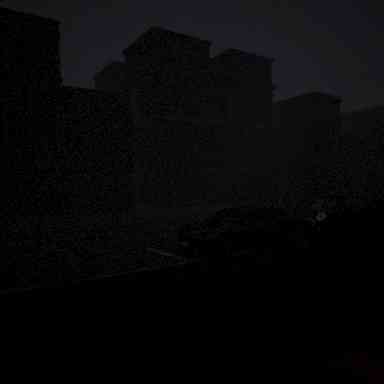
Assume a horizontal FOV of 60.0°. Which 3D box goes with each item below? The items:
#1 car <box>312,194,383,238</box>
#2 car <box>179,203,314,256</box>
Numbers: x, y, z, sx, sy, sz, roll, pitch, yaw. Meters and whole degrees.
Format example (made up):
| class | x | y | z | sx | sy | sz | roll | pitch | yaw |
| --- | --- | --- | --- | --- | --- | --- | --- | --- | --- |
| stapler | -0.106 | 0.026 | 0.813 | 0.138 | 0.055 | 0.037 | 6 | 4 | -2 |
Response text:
| class | x | y | z | sx | sy | sz | roll | pitch | yaw |
| --- | --- | --- | --- | --- | --- | --- | --- | --- | --- |
| car | 6.358 | 0.980 | 15.127 | 4.553 | 1.767 | 2.185 | -1 | 0 | -33 |
| car | 1.808 | 1.250 | 11.861 | 4.792 | 1.488 | 2.163 | -1 | 1 | -33 |
